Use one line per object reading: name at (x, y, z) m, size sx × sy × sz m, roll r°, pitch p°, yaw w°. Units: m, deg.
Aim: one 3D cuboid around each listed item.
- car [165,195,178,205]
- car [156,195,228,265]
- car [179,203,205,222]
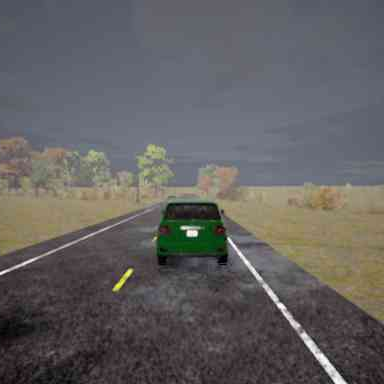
car at (-3.570, 1.355, 58.630) m, size 2.097 × 1.767 × 4.553 m, roll 0°, pitch 0°, yaw 0°
car at (0.029, 1.221, 11.842) m, size 2.150 × 2.045 × 5.566 m, roll 0°, pitch 0°, yaw 1°
car at (0.029, 1.598, 27.381) m, size 1.895 × 1.301 × 4.718 m, roll 0°, pitch 0°, yaw 1°
